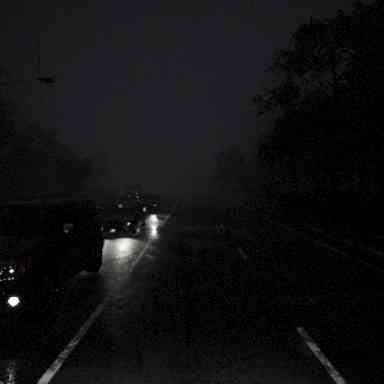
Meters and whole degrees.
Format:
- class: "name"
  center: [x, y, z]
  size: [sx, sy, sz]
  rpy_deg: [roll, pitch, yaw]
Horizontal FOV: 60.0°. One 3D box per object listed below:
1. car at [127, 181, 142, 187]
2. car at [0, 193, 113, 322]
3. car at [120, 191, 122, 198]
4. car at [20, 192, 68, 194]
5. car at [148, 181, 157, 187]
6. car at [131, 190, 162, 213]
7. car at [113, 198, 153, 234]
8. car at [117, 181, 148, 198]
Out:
- class: "car"
  center: [-15.713, -2.224, 90.765]
  size: [1.994, 1.385, 4.181]
  rpy_deg: [0, 3, -45]
- class: "car"
  center: [-3.596, 1.176, 7.522]
  size: [2.150, 2.045, 5.566]
  rpy_deg: [0, 1, 0]
- class: "car"
  center: [-7.073, 0.952, 25.422]
  size: [1.882, 1.535, 5.008]
  rpy_deg: [0, 2, 1]
- class: "car"
  center: [-7.092, 1.035, 15.187]
  size: [2.150, 2.045, 5.566]
  rpy_deg: [0, 1, 0]
- class: "car"
  center: [-11.455, -2.186, 91.225]
  size: [1.882, 1.535, 5.008]
  rpy_deg: [0, 3, -40]
- class: "car"
  center: [-3.579, 0.862, 28.109]
  size: [1.837, 1.490, 4.892]
  rpy_deg: [0, 3, 0]
- class: "car"
  center: [-3.589, 1.293, 17.783]
  size: [2.033, 1.411, 5.357]
  rpy_deg: [0, 2, 0]
- class: "car"
  center: [-7.014, 0.026, 39.786]
  size: [2.150, 2.045, 5.566]
  rpy_deg: [0, 2, 0]
